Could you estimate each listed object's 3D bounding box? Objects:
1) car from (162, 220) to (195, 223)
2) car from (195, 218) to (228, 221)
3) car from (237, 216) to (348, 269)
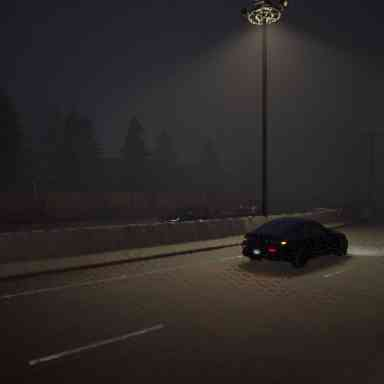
[{"bbox_3d":[-0.017,1.707,22.804,1.837,1.490,4.892,0,0,44],"label":"car"},{"bbox_3d":[2.485,1.747,20.390,1.994,1.385,4.181,0,-1,44],"label":"car"},{"bbox_3d":[3.688,1.632,11.633,4.674,1.442,1.812,0,-1,-42],"label":"car"}]
